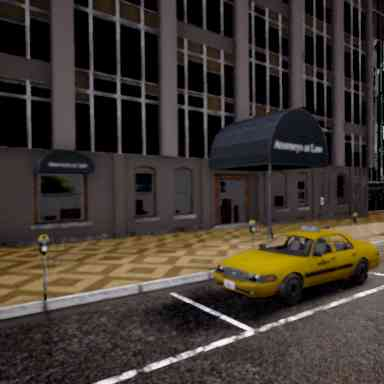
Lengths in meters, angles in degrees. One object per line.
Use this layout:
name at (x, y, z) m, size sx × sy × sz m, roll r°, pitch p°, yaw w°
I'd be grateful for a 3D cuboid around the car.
car at (2.710, 1.526, 8.046) m, size 4.829 × 1.417 × 1.752 m, roll 0°, pitch -1°, yaw -35°
